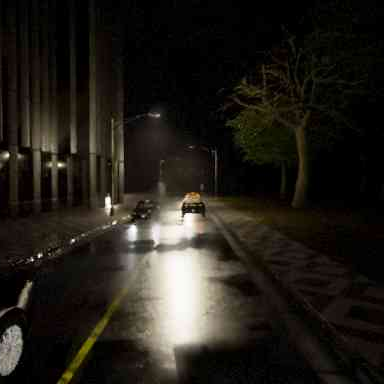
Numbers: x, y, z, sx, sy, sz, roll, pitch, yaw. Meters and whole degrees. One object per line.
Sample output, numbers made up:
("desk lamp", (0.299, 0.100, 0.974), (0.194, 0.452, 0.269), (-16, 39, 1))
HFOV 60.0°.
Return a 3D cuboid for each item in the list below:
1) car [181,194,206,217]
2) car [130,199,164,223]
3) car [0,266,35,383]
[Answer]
("car", (0.113, 1.189, 27.506), (2.128, 1.511, 4.902), (0, 1, 0))
("car", (-3.015, 1.265, 23.159), (1.837, 1.490, 4.892), (0, 0, 1))
("car", (-3.091, 1.456, 2.509), (1.882, 1.535, 5.008), (0, 1, 0))
